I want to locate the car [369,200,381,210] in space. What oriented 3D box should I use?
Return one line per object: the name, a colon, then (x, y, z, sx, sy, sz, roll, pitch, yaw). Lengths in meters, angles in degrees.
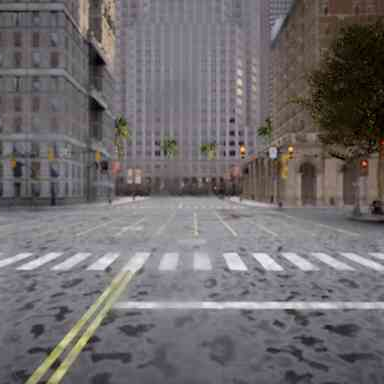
car: (19.443, 1.066, 30.600, 5.566, 2.045, 2.150, 0, 0, 0)
